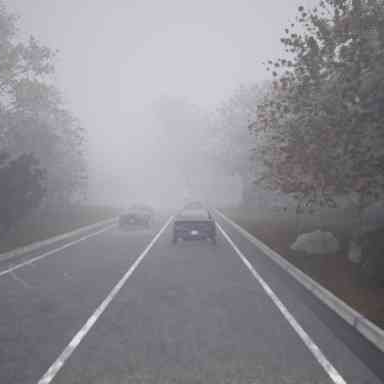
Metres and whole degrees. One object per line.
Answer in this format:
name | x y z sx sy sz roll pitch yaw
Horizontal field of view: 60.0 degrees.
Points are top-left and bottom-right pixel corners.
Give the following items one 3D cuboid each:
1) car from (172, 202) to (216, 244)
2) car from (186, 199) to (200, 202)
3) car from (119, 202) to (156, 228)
car | 0.098 1.482 15.883 1.882 1.535 5.008 0 0 0
car | 0.100 1.502 35.927 2.128 1.511 4.902 0 0 0
car | -3.597 1.484 22.406 1.882 1.535 5.008 0 0 0
